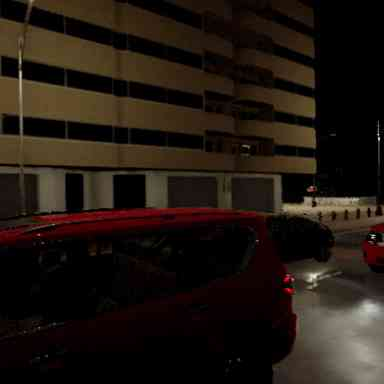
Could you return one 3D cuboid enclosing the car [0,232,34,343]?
[{"bbox_3d":[-5.058,1.574,4.642,4.892,1.490,1.837,-1,0,-36],"label":"car"}]

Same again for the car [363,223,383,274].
[{"bbox_3d":[6.968,1.097,9.107,5.566,2.045,2.150,-1,0,-36],"label":"car"}]

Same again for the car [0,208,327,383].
[{"bbox_3d":[-1.402,1.238,2.983,5.566,2.045,2.150,-1,0,-36],"label":"car"}]

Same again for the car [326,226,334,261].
[{"bbox_3d":[2.507,1.465,10.162,4.674,1.442,1.812,-1,0,-36],"label":"car"}]
